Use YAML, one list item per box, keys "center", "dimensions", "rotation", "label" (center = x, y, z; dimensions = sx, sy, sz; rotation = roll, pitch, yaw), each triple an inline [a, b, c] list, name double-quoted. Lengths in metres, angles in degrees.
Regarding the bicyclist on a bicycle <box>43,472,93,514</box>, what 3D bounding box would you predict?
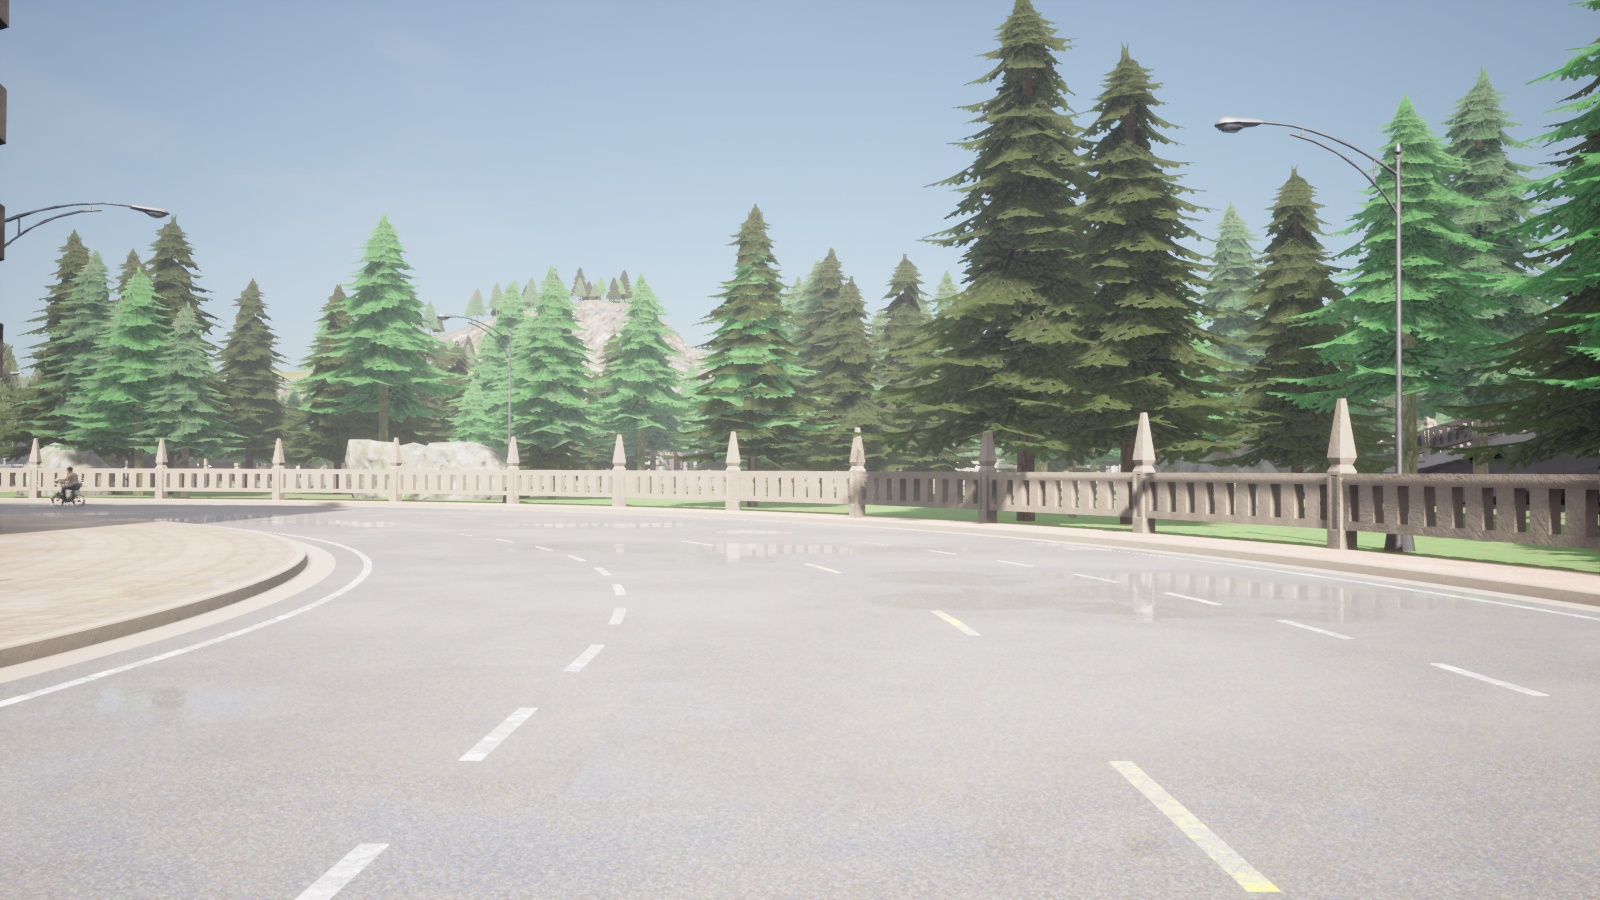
- center: [-28.982, 1.700, 49.703]
  dimensions: [1.509, 1.612, 0.866]
  rotation: [0, -1, 11]
  label: "bicyclist on a bicycle"
